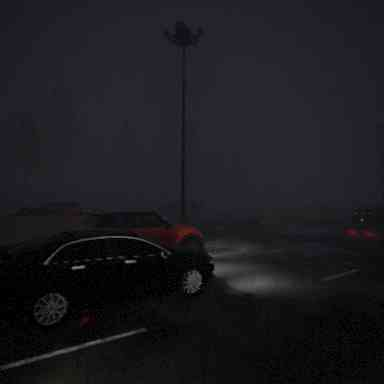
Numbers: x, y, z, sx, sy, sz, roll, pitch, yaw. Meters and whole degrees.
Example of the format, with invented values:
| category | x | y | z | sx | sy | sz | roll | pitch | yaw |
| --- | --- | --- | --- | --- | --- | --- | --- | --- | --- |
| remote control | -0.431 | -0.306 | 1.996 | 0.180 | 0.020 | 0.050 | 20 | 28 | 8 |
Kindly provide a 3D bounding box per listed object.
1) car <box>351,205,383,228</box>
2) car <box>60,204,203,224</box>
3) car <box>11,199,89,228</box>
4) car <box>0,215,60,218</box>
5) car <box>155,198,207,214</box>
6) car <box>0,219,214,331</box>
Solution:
| category | x | y | z | sx | sy | sz | roll | pitch | yaw |
| --- | --- | --- | --- | --- | --- | --- | --- | --- | --- |
| car | 13.152 | 1.662 | 23.860 | 4.902 | 1.511 | 2.128 | 1 | 0 | -43 |
| car | -1.745 | 1.395 | 11.327 | 4.553 | 1.767 | 2.097 | 0 | 0 | -37 |
| car | -9.762 | 1.410 | 23.042 | 4.553 | 1.767 | 2.097 | 0 | 0 | -38 |
| car | -9.443 | 1.566 | 18.872 | 4.674 | 1.442 | 1.812 | 1 | 0 | -37 |
| car | -1.072 | 1.410 | 34.582 | 5.357 | 1.411 | 2.033 | 1 | 0 | -42 |
| car | -1.715 | 1.529 | 6.964 | 4.892 | 1.490 | 1.837 | 0 | 0 | -37 |
